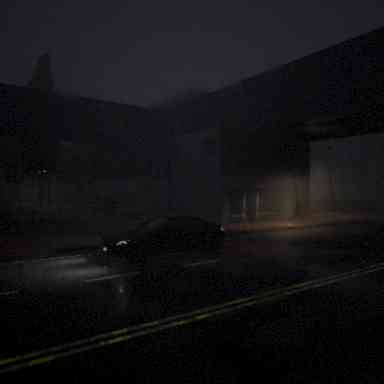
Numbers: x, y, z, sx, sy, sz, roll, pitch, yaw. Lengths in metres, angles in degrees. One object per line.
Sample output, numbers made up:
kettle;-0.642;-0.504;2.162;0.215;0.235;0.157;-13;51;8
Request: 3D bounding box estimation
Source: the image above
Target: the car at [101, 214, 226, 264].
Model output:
car;-0.867;1.532;11.939;4.674;1.442;1.812;0;0;-35
